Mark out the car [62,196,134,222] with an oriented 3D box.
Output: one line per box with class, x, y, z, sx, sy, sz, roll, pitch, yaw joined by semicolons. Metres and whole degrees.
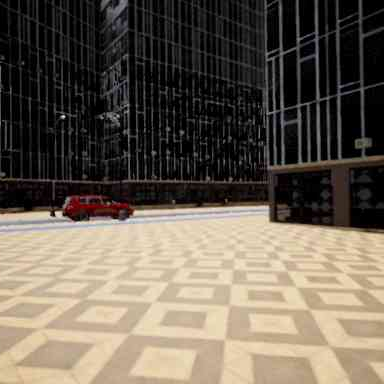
car;-6.763;1.189;23.995;5.009;1.841;2.192;0;-1;-36
